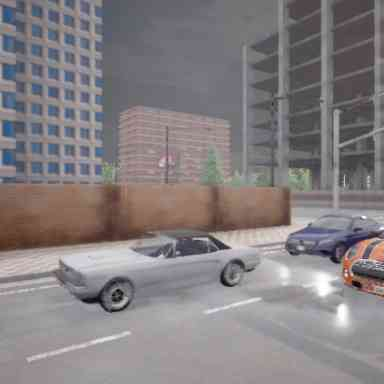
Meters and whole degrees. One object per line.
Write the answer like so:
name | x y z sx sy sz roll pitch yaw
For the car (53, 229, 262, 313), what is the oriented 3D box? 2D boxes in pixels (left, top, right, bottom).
car | -0.639 1.604 7.804 4.718 1.301 1.895 0 0 -35

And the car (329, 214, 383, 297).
car | 5.589 1.357 7.884 4.553 1.767 2.097 0 0 -35

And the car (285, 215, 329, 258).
car | 5.393 1.533 12.016 4.674 1.442 1.812 0 0 -36
